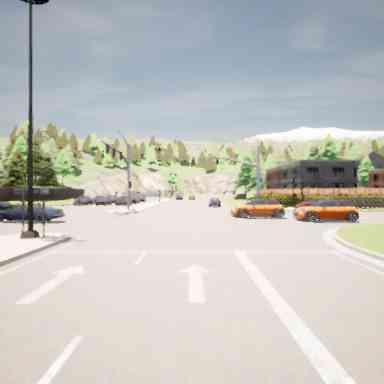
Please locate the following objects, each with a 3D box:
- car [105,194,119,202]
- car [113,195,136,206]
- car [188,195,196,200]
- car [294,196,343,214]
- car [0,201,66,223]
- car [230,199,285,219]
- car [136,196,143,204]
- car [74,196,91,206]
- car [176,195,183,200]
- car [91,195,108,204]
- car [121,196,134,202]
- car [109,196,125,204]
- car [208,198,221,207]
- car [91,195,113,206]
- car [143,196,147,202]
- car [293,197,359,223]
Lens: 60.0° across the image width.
[{"bbox_3d":[-18.507,1.430,76.859,2.097,1.767,4.553,0,0,0],"label":"car"},{"bbox_3d":[-11.505,1.407,56.731,2.097,1.767,4.553,0,0,0],"label":"car"},{"bbox_3d":[-0.009,1.568,93.551,1.882,1.535,5.008,0,0,0],"label":"car"},{"bbox_3d":[13.620,1.386,36.068,4.553,1.767,2.097,0,0,1],"label":"car"},{"bbox_3d":[-12.450,1.572,25.175,5.357,1.411,2.033,0,0,-1],"label":"car"},{"bbox_3d":[5.632,1.380,28.864,4.553,1.767,2.097,0,0,-1],"label":"car"},{"bbox_3d":[-11.506,1.664,65.557,1.895,1.301,4.718,0,0,0],"label":"car"},{"bbox_3d":[-18.505,1.407,56.815,2.097,1.767,4.553,0,0,0],"label":"car"},{"bbox_3d":[-3.509,1.616,93.527,2.128,1.511,4.902,0,0,0],"label":"car"},{"bbox_3d":[-18.506,1.420,66.631,2.097,1.767,4.553,0,0,0],"label":"car"},{"bbox_3d":[-15.007,1.614,77.456,2.033,1.411,5.357,0,0,0],"label":"car"},{"bbox_3d":[-15.006,1.608,67.044,2.033,1.411,5.357,0,0,0],"label":"car"},{"bbox_3d":[3.557,1.599,53.430,2.033,1.411,5.357,0,0,0],"label":"car"},{"bbox_3d":[-15.005,1.603,57.017,2.033,1.411,5.357,0,0,0],"label":"car"},{"bbox_3d":[-11.507,1.613,76.039,2.033,1.411,5.357,0,0,0],"label":"car"},{"bbox_3d":[10.132,1.377,25.410,4.553,1.767,2.097,0,0,-1],"label":"car"}]
